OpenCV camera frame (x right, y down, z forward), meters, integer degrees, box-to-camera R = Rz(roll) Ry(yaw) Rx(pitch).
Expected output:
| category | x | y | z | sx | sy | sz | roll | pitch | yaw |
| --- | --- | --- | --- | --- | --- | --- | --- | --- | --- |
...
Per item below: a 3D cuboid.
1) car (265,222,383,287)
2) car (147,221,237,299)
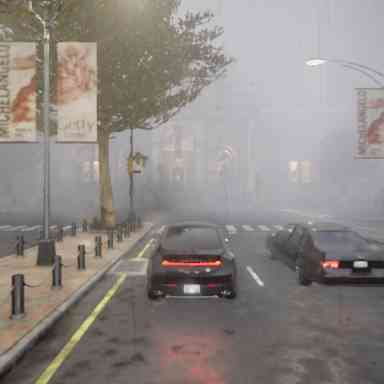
| category | x | y | z | sx | sy | sz | roll | pitch | yaw |
| --- | --- | --- | --- | --- | --- | --- | --- | --- | --- |
| car | 3.494 | 1.549 | 9.402 | 2.033 | 1.411 | 5.357 | 0 | 0 | 0 |
| car | -0.004 | 1.506 | 8.438 | 1.837 | 1.490 | 4.892 | 0 | 0 | 0 |
